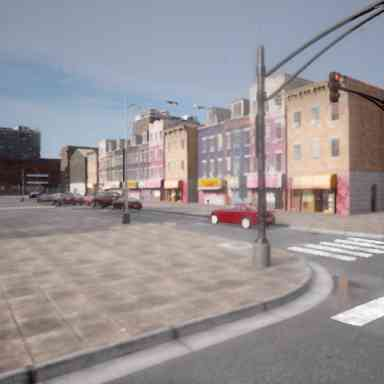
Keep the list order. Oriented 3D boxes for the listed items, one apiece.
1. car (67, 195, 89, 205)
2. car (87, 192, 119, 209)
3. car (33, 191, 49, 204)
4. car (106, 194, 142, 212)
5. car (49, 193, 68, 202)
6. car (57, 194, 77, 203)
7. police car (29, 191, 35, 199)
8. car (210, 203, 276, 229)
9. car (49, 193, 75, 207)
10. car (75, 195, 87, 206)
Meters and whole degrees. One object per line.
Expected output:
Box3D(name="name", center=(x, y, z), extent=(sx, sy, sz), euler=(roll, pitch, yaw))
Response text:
Box3D(name="car", center=(-15.961, 1.051, 46.321), extent=(1.802, 1.307, 4.206), euler=(0, 0, -35))
Box3D(name="car", center=(-9.676, 0.880, 37.443), extent=(2.192, 1.841, 5.009), euler=(0, 0, -35))
Box3D(name="car", center=(-22.168, 0.978, 50.515), extent=(2.033, 1.411, 5.357), euler=(-1, 1, -35))
Box3D(name="car", center=(-6.536, 1.160, 33.007), extent=(1.887, 1.381, 4.507), euler=(0, 0, -35))
Box3D(name="car", center=(-22.243, 0.929, 55.197), extent=(2.008, 1.369, 4.403), euler=(0, 0, -35))
Box3D(name="car", center=(-19.102, 1.005, 50.759), extent=(1.802, 1.307, 4.206), euler=(0, 0, -35))
Box3D(name="police car", center=(-33.955, 0.646, 71.927), extent=(1.930, 1.638, 5.238), euler=(-1, 1, -35))
Box3D(name="car", center=(2.888, 1.319, 19.694), extent=(1.887, 1.381, 4.507), euler=(0, 0, -35))
Box3D(name="car", center=(-16.300, 0.868, 42.303), extent=(2.097, 1.767, 4.553), euler=(-1, 1, -35))
Box3D(name="car", center=(-12.819, 1.099, 41.884), extent=(1.802, 1.307, 4.206), euler=(0, 0, -35))
